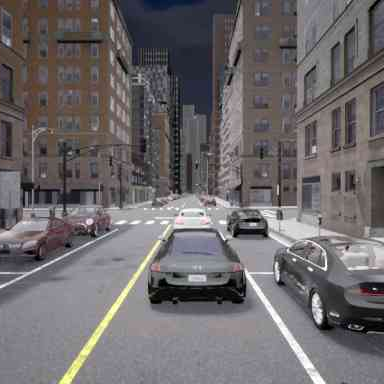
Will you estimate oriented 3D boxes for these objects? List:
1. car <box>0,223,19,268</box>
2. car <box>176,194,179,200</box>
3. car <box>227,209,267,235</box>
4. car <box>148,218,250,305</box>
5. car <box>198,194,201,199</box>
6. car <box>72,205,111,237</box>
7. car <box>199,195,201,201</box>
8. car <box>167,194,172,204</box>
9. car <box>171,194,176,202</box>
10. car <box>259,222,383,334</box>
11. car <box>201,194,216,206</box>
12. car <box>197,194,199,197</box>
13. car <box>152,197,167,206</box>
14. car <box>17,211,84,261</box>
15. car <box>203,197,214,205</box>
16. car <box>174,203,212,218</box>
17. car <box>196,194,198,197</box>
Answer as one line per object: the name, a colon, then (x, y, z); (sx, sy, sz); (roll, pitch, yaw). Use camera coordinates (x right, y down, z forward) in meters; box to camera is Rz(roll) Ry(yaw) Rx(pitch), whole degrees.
car: (-5.664, 1.566, 6.708); (1.947, 1.339, 4.313); (0, 0, 0)
car: (-5.481, 1.457, 92.674); (2.192, 1.841, 5.009); (0, 0, 0)
car: (2.872, 1.567, 17.702); (1.947, 1.339, 4.313); (0, 0, 0)
car: (0.090, 1.564, 8.166); (1.994, 1.385, 4.181); (0, 0, 0)
car: (2.999, 1.524, 76.428); (1.967, 1.590, 4.097); (0, 0, 0)
car: (-5.654, 1.441, 17.711); (1.967, 1.590, 4.097); (0, 0, 0)
car: (2.971, 1.607, 65.610); (2.008, 1.369, 4.403); (0, 0, 0)
car: (-5.554, 1.606, 65.630); (2.008, 1.369, 4.403); (0, 0, 0)
car: (-5.510, 1.626, 81.686); (1.752, 1.417, 4.829); (0, 0, 0)
car: (2.861, 1.551, 6.700); (2.008, 1.369, 4.403); (0, 0, 0)
car: (2.940, 1.476, 54.793); (1.967, 1.590, 4.097); (0, 0, 0)
car: (3.029, 1.560, 87.246); (1.967, 1.590, 4.097); (0, 0, 0)
car: (-5.584, 1.618, 54.814); (1.802, 1.307, 4.206); (0, 0, 0)
car: (-5.659, 1.582, 12.209); (1.802, 1.307, 4.206); (0, 0, 0)
car: (2.956, 1.571, 60.372); (1.752, 1.417, 4.829); (0, 0, 0)
car: (0.050, 1.526, 16.925); (1.812, 1.442, 4.674); (0, 0, 1)
car: (3.043, 1.457, 92.656); (2.192, 1.841, 5.009); (0, 0, 0)
